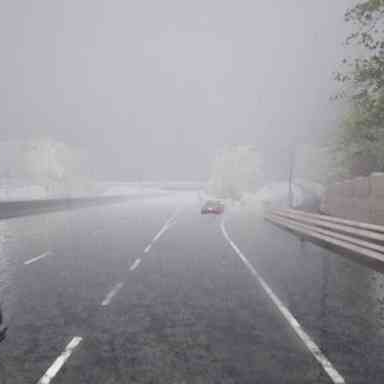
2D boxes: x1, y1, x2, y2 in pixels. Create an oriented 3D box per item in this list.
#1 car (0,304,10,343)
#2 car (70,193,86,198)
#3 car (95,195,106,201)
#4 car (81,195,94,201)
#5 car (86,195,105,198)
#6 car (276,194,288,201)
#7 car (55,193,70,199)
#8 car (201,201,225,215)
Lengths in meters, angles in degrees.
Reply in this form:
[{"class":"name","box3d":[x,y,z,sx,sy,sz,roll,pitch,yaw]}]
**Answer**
[{"class":"car","box3d":[-3.401,1.547,2.043,2.033,1.411,5.357,0,0,0]},{"class":"car","box3d":[-24.503,1.362,73.152,2.097,1.767,4.553,0,0,0]},{"class":"car","box3d":[-24.504,1.546,89.371,1.812,1.442,4.674,0,0,0]},{"class":"car","box3d":[-28.004,1.547,89.371,2.128,1.511,4.902,0,0,0]},{"class":"car","box3d":[-21.004,1.362,73.152,2.097,1.767,4.553,0,0,0]},{"class":"car","box3d":[22.686,1.870,85.121,2.033,1.411,5.357,0,3,20]},{"class":"car","box3d":[-28.004,1.232,73.092,2.150,2.045,5.566,0,0,0]},{"class":"car","box3d":[2.266,1.614,34.968,1.994,1.385,4.181,2,1,13]}]
